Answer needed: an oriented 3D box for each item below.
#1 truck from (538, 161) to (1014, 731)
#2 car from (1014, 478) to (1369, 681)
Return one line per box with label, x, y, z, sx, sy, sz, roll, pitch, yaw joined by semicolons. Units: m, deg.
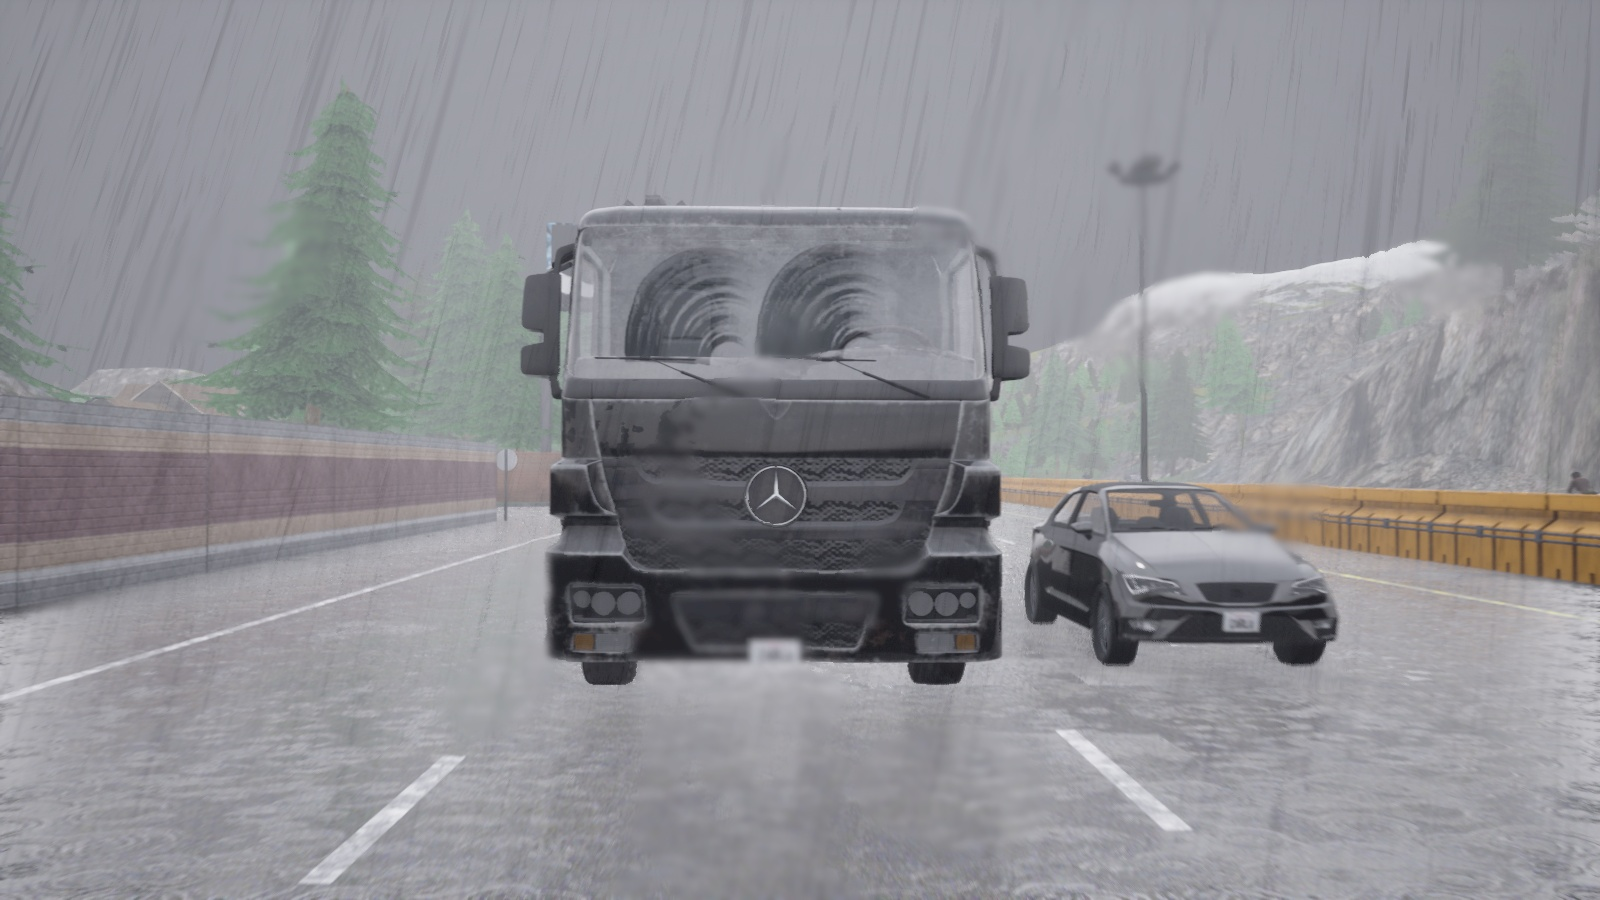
truck;-0.240;0.028;11.626;2.891;3.462;7.936;0;-1;-1
car;3.270;1.005;11.431;1.816;1.474;4.193;0;-1;-1
